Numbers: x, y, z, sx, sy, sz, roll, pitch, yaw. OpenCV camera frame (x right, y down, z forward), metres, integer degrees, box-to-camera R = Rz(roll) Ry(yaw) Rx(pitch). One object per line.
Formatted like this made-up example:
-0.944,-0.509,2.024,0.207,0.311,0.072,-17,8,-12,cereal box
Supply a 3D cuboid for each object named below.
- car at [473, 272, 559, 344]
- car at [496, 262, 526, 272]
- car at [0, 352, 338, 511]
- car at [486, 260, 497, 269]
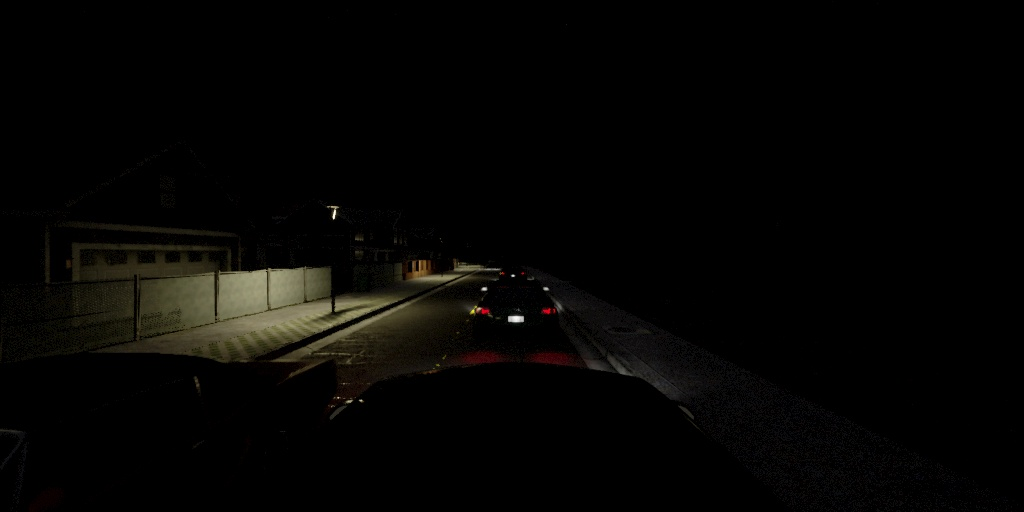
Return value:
0.088,1.313,9.644,1.994,1.385,4.181,0,0,0,car
0.068,1.310,26.288,1.994,1.385,4.181,0,0,0,car
-2.851,1.351,1.729,1.895,1.301,4.718,0,0,0,car
-3.069,1.285,56.189,2.033,1.411,5.357,0,0,-2,car
